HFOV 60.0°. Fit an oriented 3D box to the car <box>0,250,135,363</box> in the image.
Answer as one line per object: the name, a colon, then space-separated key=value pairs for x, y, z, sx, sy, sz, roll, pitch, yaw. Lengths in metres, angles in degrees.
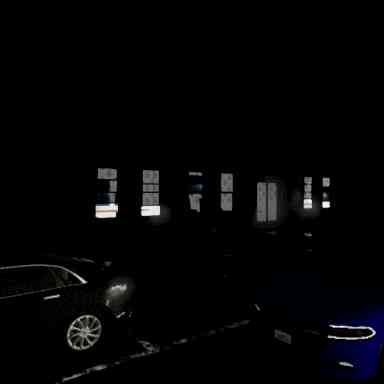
car: x=-2.949 y=1.551 z=4.455 sx=4.403 sy=1.369 sz=2.008 roll=0 pitch=0 yaw=-35

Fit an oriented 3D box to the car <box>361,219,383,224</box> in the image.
car: x=6.323 y=1.584 z=11.060 sx=4.206 sy=1.307 sz=1.802 roll=0 pitch=0 yaw=-35

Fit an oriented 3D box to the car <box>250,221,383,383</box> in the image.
car: x=3.131 y=1.478 z=5.483 sx=5.008 sy=1.535 sz=1.882 roll=0 pitch=0 yaw=-35
